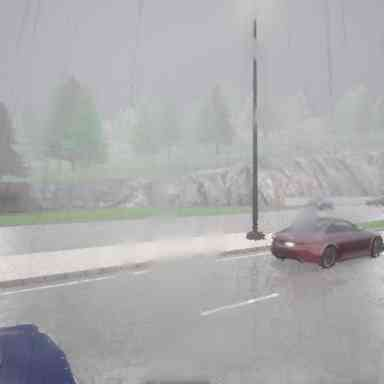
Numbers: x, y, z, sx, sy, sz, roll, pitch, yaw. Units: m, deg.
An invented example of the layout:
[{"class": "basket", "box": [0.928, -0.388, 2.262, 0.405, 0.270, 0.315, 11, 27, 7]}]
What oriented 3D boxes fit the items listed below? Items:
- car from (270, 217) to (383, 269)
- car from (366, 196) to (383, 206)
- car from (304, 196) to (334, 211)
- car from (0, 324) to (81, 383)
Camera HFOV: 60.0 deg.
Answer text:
[{"class": "car", "box": [4.599, 1.553, 11.189, 4.181, 1.385, 1.994, 0, 0, -35]}, {"class": "car", "box": [29.526, 1.448, 52.009, 4.892, 1.490, 1.837, 0, 0, -18]}, {"class": "car", "box": [15.138, 1.315, 39.584, 2.097, 1.767, 4.553, 0, 0, 43]}, {"class": "car", "box": [-2.956, 1.602, 1.644, 4.718, 1.301, 1.895, 0, 0, -35]}]
